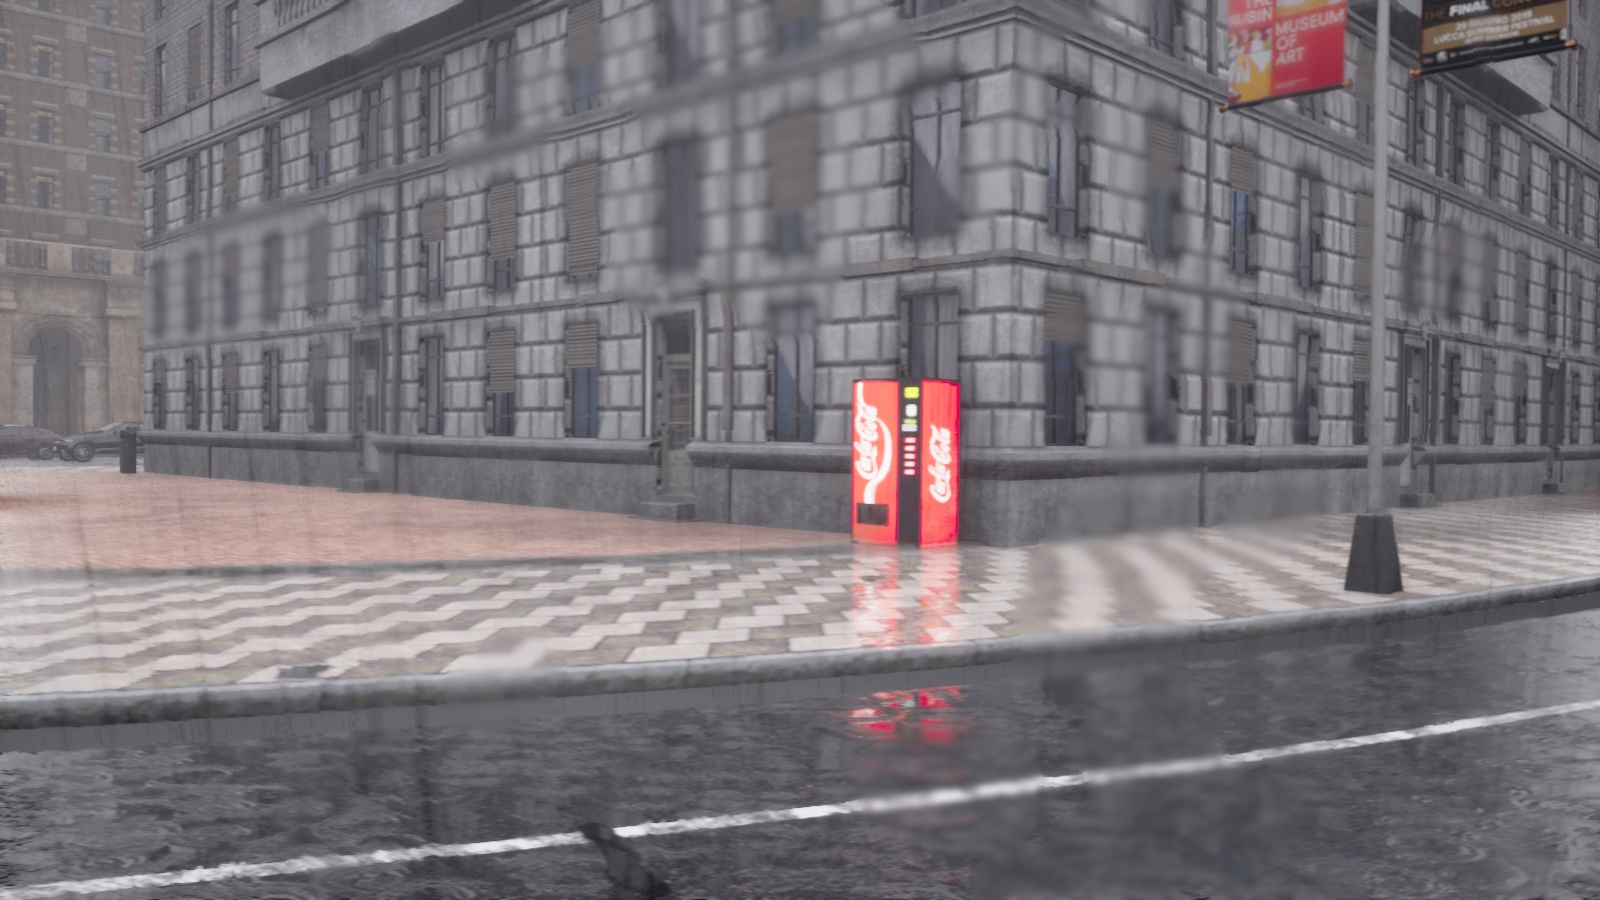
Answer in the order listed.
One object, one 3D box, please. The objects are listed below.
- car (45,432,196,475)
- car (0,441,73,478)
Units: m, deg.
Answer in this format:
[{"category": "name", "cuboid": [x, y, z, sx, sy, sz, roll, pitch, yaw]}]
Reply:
[{"category": "car", "cuboid": [-27.988, 0.096, 51.846, 2.152, 1.651, 5.027, 0, 1, 45]}, {"category": "car", "cuboid": [-32.908, 0.398, 51.855, 1.812, 1.442, 4.674, 0, 1, 45]}]
